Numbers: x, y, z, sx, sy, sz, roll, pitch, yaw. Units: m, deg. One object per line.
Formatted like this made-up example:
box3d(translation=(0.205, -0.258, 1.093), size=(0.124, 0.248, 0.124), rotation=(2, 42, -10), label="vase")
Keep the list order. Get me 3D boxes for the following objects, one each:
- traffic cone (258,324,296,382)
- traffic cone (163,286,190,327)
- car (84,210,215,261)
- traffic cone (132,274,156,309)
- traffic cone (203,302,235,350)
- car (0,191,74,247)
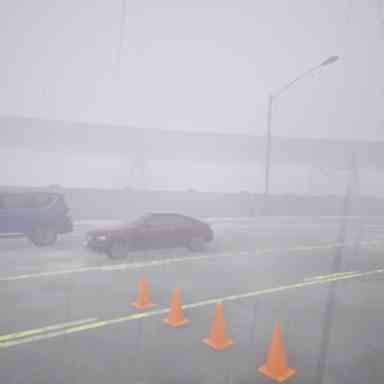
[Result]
box3d(translation=(1.056, 1.929, 4.111), size=(0.340, 0.580, 0.340), rotation=(0, 1, -41), label="traffic cone")
box3d(translation=(-0.259, 1.891, 5.616), size=(0.340, 0.580, 0.340), rotation=(1, 1, -41), label="traffic cone")
box3d(translation=(-1.364, 1.394, 11.733), size=(4.674, 1.442, 1.812), rotation=(1, 0, -31), label="car")
box3d(translation=(-0.916, 1.872, 6.370), size=(0.340, 0.580, 0.340), rotation=(1, 0, -41), label="traffic cone")
box3d(translation=(0.398, 1.910, 4.864), size=(0.340, 0.580, 0.340), rotation=(0, 1, -41), label="traffic cone")
box3d(translation=(-7.217, 0.959, 12.097), size=(5.566, 2.045, 2.150), rotation=(1, 0, -35), label="car")
